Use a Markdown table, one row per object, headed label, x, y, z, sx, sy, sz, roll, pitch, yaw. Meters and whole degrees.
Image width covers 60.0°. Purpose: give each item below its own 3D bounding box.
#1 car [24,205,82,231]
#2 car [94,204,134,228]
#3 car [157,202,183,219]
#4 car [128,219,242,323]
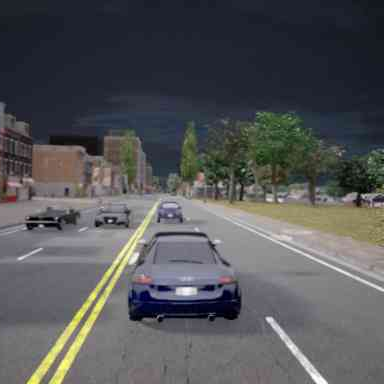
| label | x | y | z | sx | sy | sz | roll | pitch | yaw |
| --- | --- | --- | --- | --- | --- | --- | --- | --- | --- |
| car | -7.924 | 1.435 | 19.327 | 1.895 | 1.301 | 4.718 | 1 | 0 | -5 |
| car | -4.788 | 1.445 | 20.902 | 1.994 | 1.385 | 4.181 | 1 | 0 | -5 |
| car | -1.681 | 1.447 | 25.332 | 1.812 | 1.442 | 4.674 | 1 | 0 | -5 |
| car | -0.246 | 1.546 | 7.308 | 1.994 | 1.385 | 4.181 | 1 | 0 | -5 |
